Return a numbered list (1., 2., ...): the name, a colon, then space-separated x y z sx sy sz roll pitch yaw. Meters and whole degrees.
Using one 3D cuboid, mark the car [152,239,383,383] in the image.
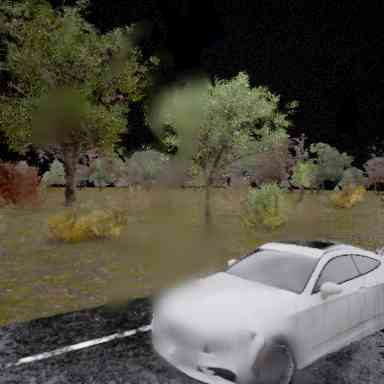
1. car: 1.647 1.525 5.164 4.674 1.442 1.812 0 0 -35
